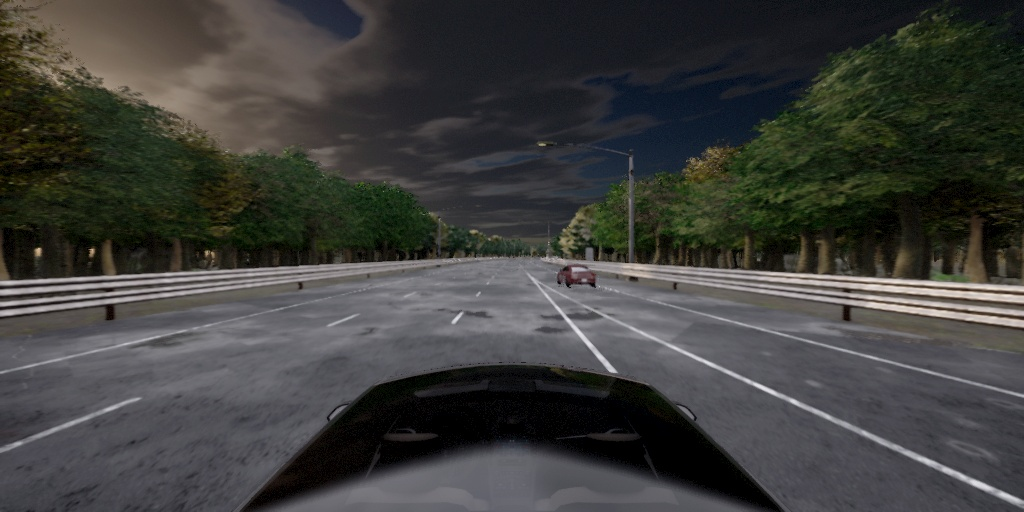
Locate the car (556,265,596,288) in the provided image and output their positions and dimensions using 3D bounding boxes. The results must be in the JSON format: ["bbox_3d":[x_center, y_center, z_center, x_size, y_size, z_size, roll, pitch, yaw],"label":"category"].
[{"bbox_3d":[4.129,1.273,23.373,1.812,1.442,4.674,0,0,-3],"label":"car"}]
